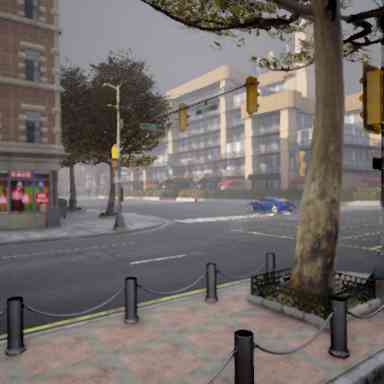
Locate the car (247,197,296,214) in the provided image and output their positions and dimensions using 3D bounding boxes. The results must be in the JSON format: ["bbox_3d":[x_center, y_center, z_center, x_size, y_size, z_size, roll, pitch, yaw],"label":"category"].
[{"bbox_3d":[7.366,1.175,31.318,1.882,1.535,5.008,-1,0,-34],"label":"car"}]
